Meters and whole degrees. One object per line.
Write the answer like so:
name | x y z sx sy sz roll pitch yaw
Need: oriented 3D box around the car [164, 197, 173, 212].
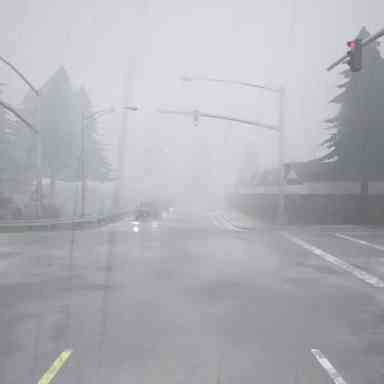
car | -3.590 1.564 37.926 1.994 1.385 4.181 0 0 0

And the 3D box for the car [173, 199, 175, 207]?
car | -3.504 1.504 48.281 1.837 1.490 4.892 0 0 2

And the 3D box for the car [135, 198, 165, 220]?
car | -3.597 1.505 28.012 1.837 1.490 4.892 0 0 0
